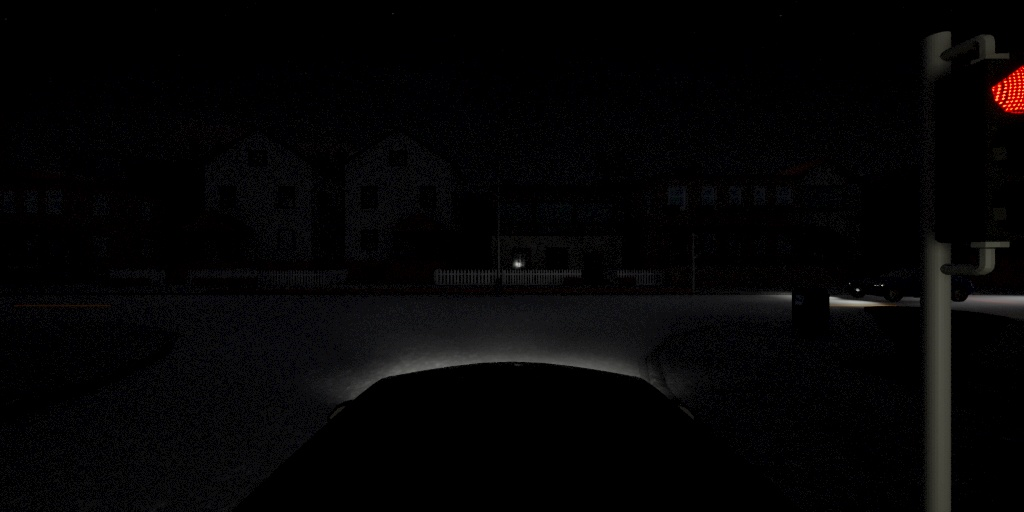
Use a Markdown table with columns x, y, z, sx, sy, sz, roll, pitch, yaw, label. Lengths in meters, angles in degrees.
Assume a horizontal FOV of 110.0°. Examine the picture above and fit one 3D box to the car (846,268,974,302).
| x | y | z | sx | sy | sz | roll | pitch | yaw | label |
| --- | --- | --- | --- | --- | --- | --- | --- | --- | --- |
| 18.190 | 1.276 | 16.455 | 4.674 | 1.442 | 1.812 | 0 | 0 | 0 | car |
